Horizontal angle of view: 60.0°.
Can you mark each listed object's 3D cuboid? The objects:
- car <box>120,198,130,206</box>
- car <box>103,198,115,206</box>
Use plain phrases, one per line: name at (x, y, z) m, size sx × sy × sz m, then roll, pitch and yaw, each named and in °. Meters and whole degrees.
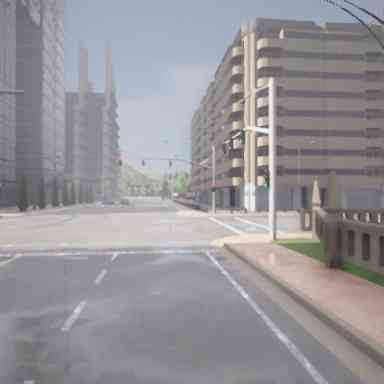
car at (-14.773, 2.194, 73.258) m, size 1.837 × 1.490 × 4.892 m, roll 0°, pitch -1°, yaw -6°
car at (-18.256, 2.050, 72.910) m, size 2.097 × 1.767 × 4.553 m, roll 0°, pitch -1°, yaw -6°
